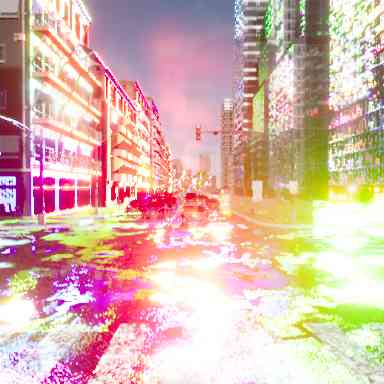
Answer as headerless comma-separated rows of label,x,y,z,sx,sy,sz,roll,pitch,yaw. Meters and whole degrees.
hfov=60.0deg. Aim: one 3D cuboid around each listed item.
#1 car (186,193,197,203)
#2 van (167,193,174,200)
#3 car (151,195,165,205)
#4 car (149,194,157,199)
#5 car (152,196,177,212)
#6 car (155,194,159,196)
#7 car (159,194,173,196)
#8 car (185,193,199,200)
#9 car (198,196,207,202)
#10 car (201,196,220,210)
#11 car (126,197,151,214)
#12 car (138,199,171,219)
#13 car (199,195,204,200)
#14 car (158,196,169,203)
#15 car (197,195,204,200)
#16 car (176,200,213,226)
car,-0.126,1.204,69.824,2.150,2.045,5.566,0,0,0
van,-6.002,1.325,91.816,1.690,1.788,3.998,-1,0,0
car,-5.890,1.423,57.923,1.967,1.590,4.097,-1,0,0
car,-5.835,1.425,40.977,1.967,1.590,4.097,-1,0,0
car,-3.215,1.549,39.041,1.994,1.385,4.181,0,0,0
car,-5.874,1.298,52.275,2.192,1.841,5.009,-1,0,0
car,-3.247,1.475,49.163,2.128,1.511,4.902,0,0,0
car,-0.089,1.488,58.631,1.837,1.490,4.892,0,0,0
car,2.403,1.527,74.955,1.887,1.381,4.507,-1,0,0
car,2.513,1.529,41.061,1.887,1.381,4.507,-1,0,0
car,-5.815,1.531,35.328,1.887,1.381,4.507,-1,0,0
car,-3.193,1.552,29.115,1.994,1.385,4.181,0,0,0
car,2.440,1.533,63.657,2.008,1.369,4.403,-1,0,0
car,-5.925,1.565,69.222,1.802,1.307,4.206,-1,0,0
car,2.347,1.509,92.072,1.752,1.417,4.829,-1,0,0
car,0.126,1.540,23.489,2.033,1.411,5.357,0,0,-1
